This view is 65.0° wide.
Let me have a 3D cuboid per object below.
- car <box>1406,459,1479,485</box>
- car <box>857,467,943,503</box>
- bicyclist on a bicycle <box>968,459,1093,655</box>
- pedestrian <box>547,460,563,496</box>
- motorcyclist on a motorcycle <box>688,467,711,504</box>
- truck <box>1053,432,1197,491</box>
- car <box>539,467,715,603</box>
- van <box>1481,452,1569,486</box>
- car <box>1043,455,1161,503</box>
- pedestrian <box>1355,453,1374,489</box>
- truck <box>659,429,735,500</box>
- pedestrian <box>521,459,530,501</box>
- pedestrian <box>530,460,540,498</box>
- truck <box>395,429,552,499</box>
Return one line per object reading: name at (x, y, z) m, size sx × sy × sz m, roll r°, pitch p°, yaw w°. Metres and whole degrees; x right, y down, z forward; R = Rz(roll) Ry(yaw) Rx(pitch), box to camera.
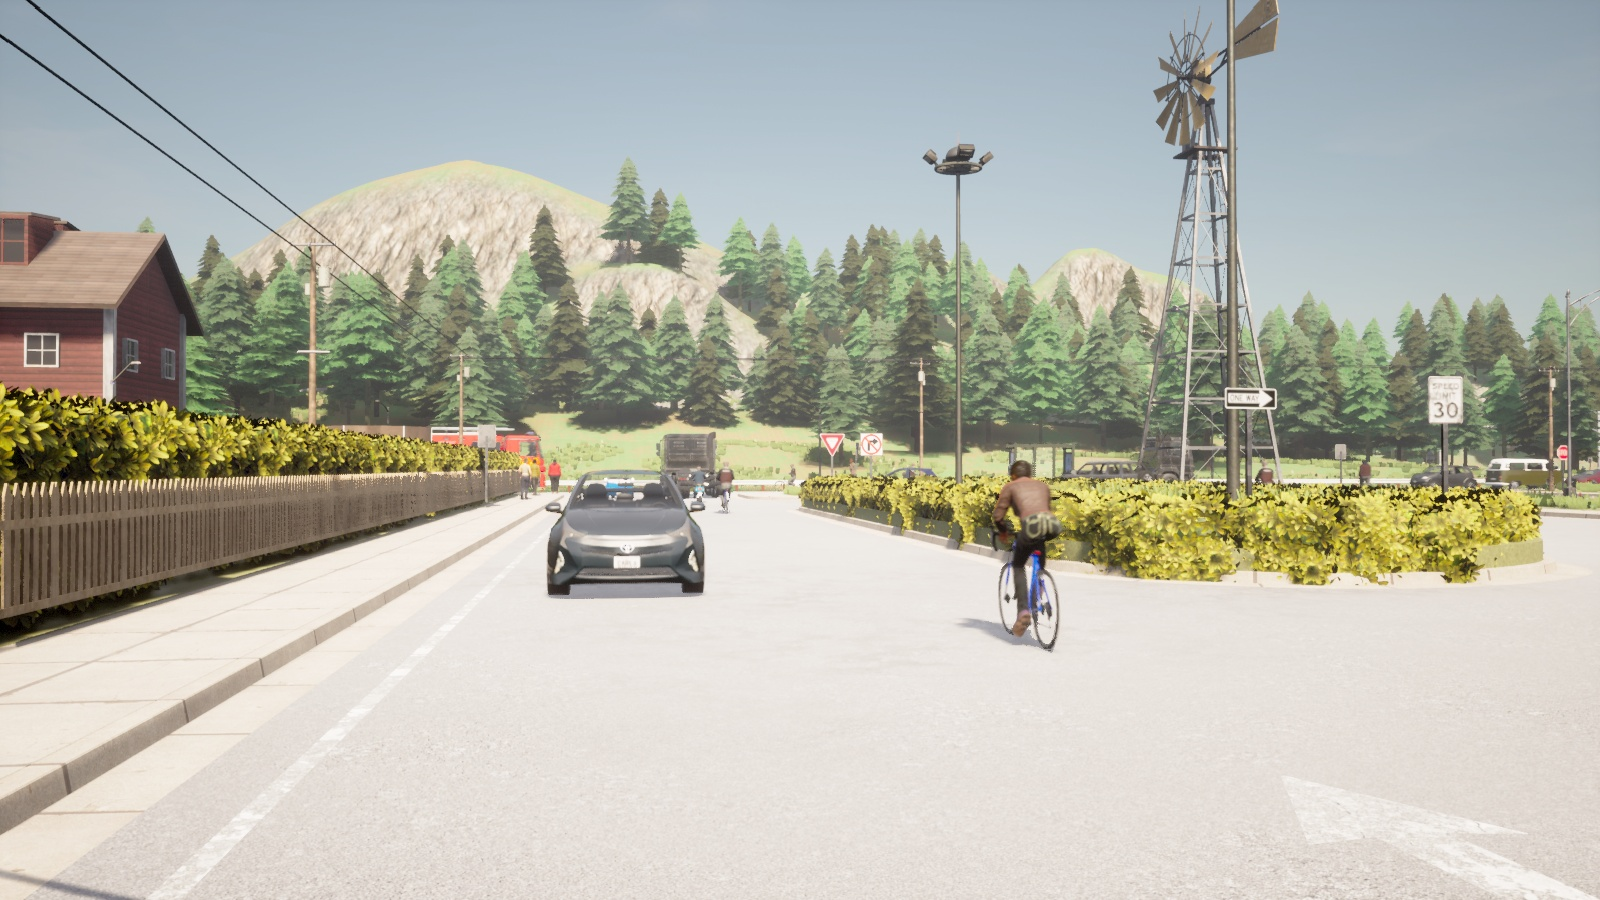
car at (42.400, 1.453, 82.908) m, size 3.988 × 1.617 × 1.851 m, roll 0°, pitch -1°, yaw -8°
car at (4.358, 1.518, 54.319) m, size 3.633 × 1.501 × 1.845 m, roll -1°, pitch -1°, yaw 7°
bicyclist on a bicycle at (2.025, 0.900, 11.238) m, size 0.582 × 1.620 × 1.656 m, roll 0°, pitch -1°, yaw -8°
pedestrian at (-12.893, 1.469, 66.091) m, size 0.634 × 1.844 × 0.899 m, roll -1°, pitch -1°, yaw 2°
motorcyclist on a motorcycle at (-4.424, 1.545, 55.085) m, size 0.866 × 1.590 × 1.817 m, roll 0°, pitch -1°, yaw -8°
truck at (19.659, 0.681, 76.158) m, size 7.936 × 3.462 × 2.891 m, roll 0°, pitch -1°, yaw -8°
car at (-2.315, 1.006, 16.717) m, size 2.007 × 1.525 × 4.514 m, roll 0°, pitch -1°, yaw -8°
van at (46.119, 1.205, 79.904) m, size 4.480 × 2.038 × 2.069 m, roll 0°, pitch -1°, yaw -8°
car at (12.098, 1.199, 50.576) m, size 1.932 × 1.855 × 4.605 m, roll 0°, pitch -2°, yaw -30°
pedestrian at (29.479, 1.091, 65.589) m, size 0.634 × 1.844 × 0.899 m, roll -1°, pitch -1°, yaw 5°
truck at (-5.481, 0.757, 65.463) m, size 2.891 × 3.462 × 7.936 m, roll 0°, pitch -1°, yaw -13°
pedestrian at (-11.890, 1.302, 54.396) m, size 0.345 × 1.836 × 0.594 m, roll 0°, pitch -1°, yaw -9°
pedestrian at (-13.028, 1.411, 61.747) m, size 0.431 × 1.840 × 0.709 m, roll 0°, pitch -1°, yaw -10°
truck at (-18.556, 0.770, 71.443) m, size 8.468 × 3.827 × 2.891 m, roll 0°, pitch -1°, yaw -17°
